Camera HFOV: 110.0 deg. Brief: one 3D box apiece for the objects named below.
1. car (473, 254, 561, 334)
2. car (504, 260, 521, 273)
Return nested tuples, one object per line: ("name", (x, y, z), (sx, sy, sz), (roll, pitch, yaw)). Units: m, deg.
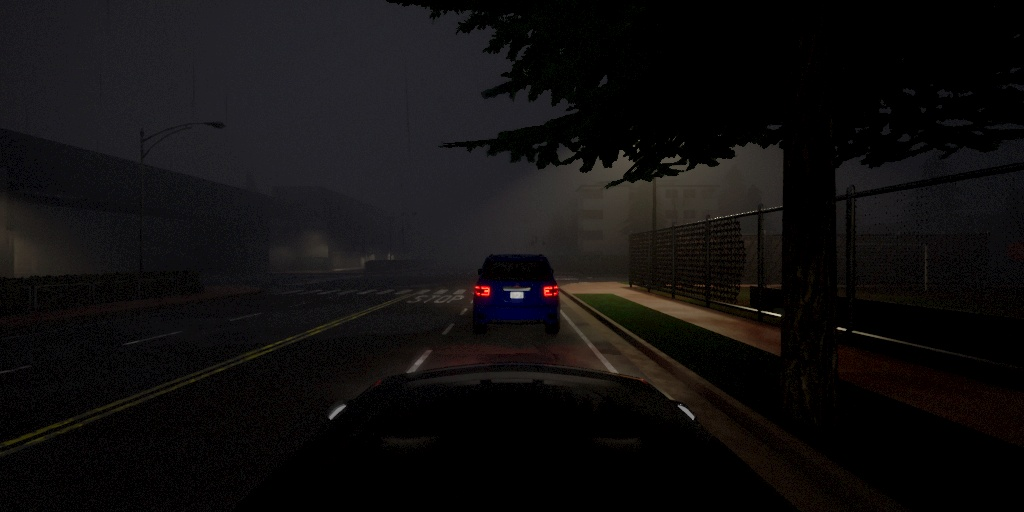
("car", (0.115, 0.971, 10.738), (2.150, 2.045, 5.566), (0, 0, 0))
("car", (0.025, 1.241, 45.614), (2.128, 1.511, 4.902), (0, 0, 0))
